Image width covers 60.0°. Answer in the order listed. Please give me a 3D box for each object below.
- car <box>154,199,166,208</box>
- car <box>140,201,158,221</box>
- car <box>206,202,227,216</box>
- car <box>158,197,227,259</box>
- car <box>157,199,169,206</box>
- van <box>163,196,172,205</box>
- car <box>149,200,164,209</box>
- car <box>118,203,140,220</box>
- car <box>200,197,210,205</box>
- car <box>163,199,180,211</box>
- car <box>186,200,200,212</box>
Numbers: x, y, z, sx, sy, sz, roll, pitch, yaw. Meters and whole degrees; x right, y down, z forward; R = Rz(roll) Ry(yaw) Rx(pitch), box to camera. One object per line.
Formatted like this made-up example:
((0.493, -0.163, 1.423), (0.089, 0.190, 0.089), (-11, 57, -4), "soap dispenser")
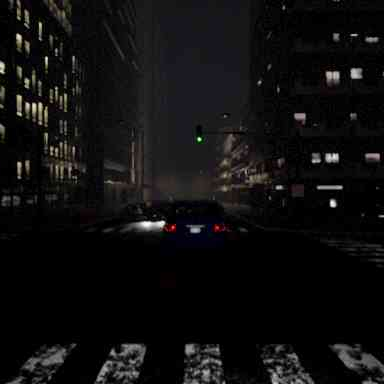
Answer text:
((-5.693, 2.036, 59.498), (1.802, 1.307, 4.206), (-1, 0, 0), "car")
((-3.087, 1.787, 29.351), (1.994, 1.385, 4.181), (0, 0, 0), "car")
((2.683, 1.831, 36.880), (2.008, 1.369, 4.403), (-1, 0, 0), "car")
((0.103, 1.320, 13.094), (2.150, 2.045, 5.566), (0, -1, 0), "car")
((-5.693, 2.042, 65.153), (1.887, 1.381, 4.507), (-1, 0, 0), "car")
((-5.694, 1.925, 76.464), (1.690, 1.788, 3.998), (-1, 0, 0), "van")
((-5.694, 1.956, 53.844), (1.887, 1.381, 4.507), (-1, 0, 0), "car")
((-5.698, 1.762, 31.057), (1.752, 1.417, 4.829), (-1, 0, 0), "car")
((2.687, 1.980, 70.808), (1.967, 1.590, 4.097), (-1, 0, 0), "car")
((-2.992, 1.864, 48.865), (2.128, 1.511, 4.902), (0, 0, 0), "car")
((0.108, 1.874, 45.724), (1.812, 1.442, 4.674), (0, 0, 0), "car")
